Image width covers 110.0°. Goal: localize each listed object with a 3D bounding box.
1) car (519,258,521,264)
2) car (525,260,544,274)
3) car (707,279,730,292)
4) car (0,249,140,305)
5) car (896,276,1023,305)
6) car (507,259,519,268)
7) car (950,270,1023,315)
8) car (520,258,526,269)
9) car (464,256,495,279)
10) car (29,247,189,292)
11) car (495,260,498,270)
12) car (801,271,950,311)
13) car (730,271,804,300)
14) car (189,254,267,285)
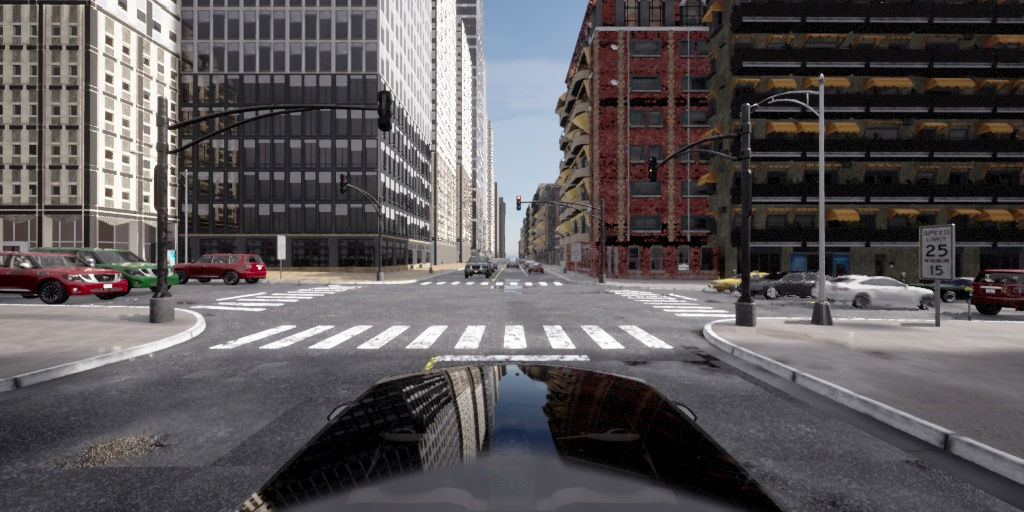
[{"bbox_3d":[2.718,1.321,60.230,2.007,1.370,4.403,0,0,0],"label":"car"},{"bbox_3d":[2.759,1.341,41.665,1.802,1.307,4.207,0,0,0],"label":"car"},{"bbox_3d":[14.639,1.587,21.962,4.829,1.417,1.751,0,0,0],"label":"car"},{"bbox_3d":[-17.570,0.757,13.315,5.009,1.841,2.192,0,0,0],"label":"car"},{"bbox_3d":[24.213,1.827,19.451,4.718,1.301,1.895,1,0,-1],"label":"car"},{"bbox_3d":[0.131,1.334,61.357,1.994,1.385,4.181,0,0,0],"label":"car"},{"bbox_3d":[20.604,1.461,13.663,5.009,1.841,2.192,0,0,0],"label":"car"},{"bbox_3d":[2.715,1.317,54.582,2.007,1.370,4.403,0,0,0],"label":"car"},{"bbox_3d":[-3.085,0.977,33.568,2.150,2.045,5.566,0,0,0],"label":"car"},{"bbox_3d":[-18.244,0.658,15.904,5.566,2.045,2.150,1,0,-1],"label":"car"},{"bbox_3d":[-3.074,1.286,43.642,1.812,1.442,4.674,0,0,0],"label":"car"},{"bbox_3d":[16.229,1.598,16.185,4.674,1.442,1.812,1,0,0],"label":"car"},{"bbox_3d":[14.922,1.562,19.344,4.892,1.490,1.837,1,0,2],"label":"car"},{"bbox_3d":[-17.701,0.776,21.695,5.009,1.841,2.192,0,0,0],"label":"car"}]
